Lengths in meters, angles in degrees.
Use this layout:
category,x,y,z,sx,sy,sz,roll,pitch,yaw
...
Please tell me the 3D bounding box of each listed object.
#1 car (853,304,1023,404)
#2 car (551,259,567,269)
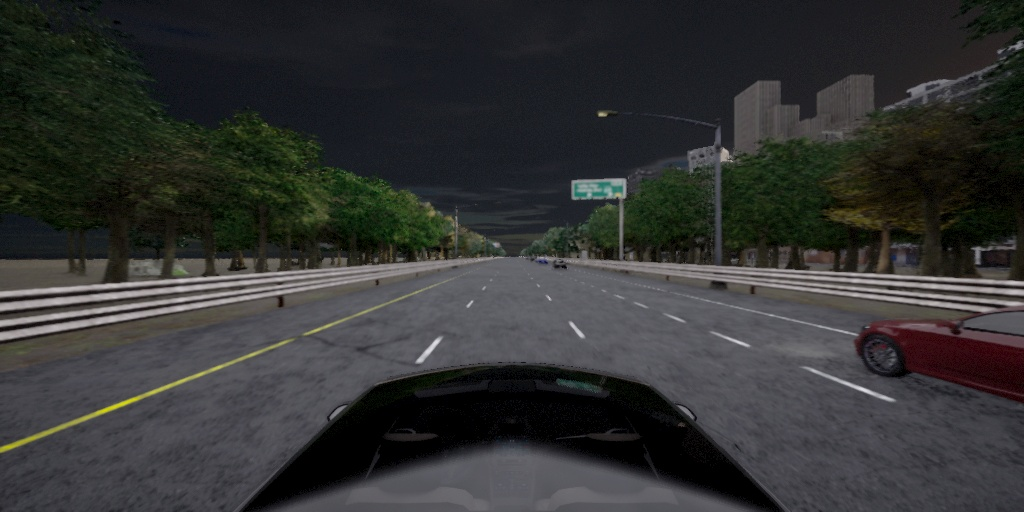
category,x,y,z,sx,sy,sz,roll,pitch,yaw
car,6.998,1.280,4.396,1.812,1.442,4.674,0,0,0
car,7.088,1.236,54.377,1.837,1.490,4.892,0,0,0
